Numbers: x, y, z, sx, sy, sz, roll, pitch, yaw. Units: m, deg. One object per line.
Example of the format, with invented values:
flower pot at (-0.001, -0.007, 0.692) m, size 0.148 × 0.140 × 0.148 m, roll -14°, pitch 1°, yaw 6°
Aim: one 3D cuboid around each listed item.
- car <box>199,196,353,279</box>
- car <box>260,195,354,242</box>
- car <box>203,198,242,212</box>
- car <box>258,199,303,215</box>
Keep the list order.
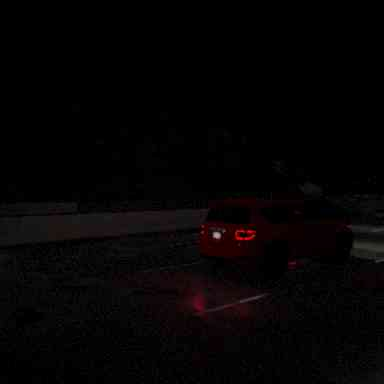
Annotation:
car at (2.762, 1.218, 10.318) m, size 5.566 × 2.045 × 2.150 m, roll 0°, pitch 0°, yaw -38°
car at (6.212, 1.213, 17.610) m, size 5.566 × 2.045 × 2.150 m, roll 0°, pitch 0°, yaw -40°
car at (3.660, 1.510, 39.023) m, size 4.892 × 1.490 × 1.837 m, roll 1°, pitch 0°, yaw -43°
car at (9.318, 1.536, 34.733) m, size 5.357 × 1.411 × 2.033 m, roll 0°, pitch 0°, yaw -43°
